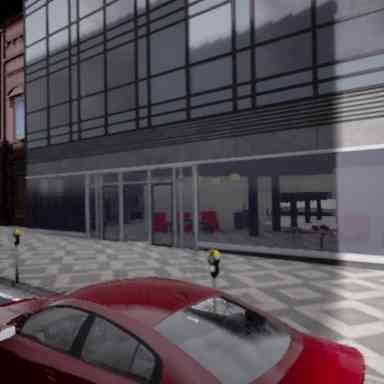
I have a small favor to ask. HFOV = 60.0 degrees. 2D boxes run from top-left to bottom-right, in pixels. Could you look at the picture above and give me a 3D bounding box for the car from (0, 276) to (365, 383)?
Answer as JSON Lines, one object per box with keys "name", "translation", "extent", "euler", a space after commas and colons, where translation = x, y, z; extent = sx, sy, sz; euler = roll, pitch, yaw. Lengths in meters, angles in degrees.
{"name": "car", "translation": [-0.705, 1.572, 3.362], "extent": [4.507, 1.381, 1.887], "euler": [-1, -1, 36]}
